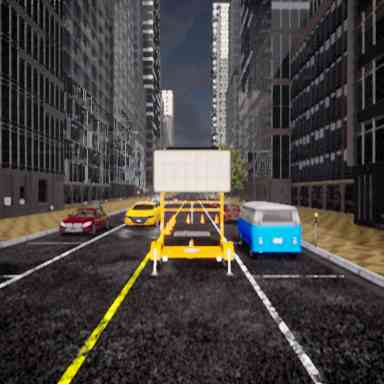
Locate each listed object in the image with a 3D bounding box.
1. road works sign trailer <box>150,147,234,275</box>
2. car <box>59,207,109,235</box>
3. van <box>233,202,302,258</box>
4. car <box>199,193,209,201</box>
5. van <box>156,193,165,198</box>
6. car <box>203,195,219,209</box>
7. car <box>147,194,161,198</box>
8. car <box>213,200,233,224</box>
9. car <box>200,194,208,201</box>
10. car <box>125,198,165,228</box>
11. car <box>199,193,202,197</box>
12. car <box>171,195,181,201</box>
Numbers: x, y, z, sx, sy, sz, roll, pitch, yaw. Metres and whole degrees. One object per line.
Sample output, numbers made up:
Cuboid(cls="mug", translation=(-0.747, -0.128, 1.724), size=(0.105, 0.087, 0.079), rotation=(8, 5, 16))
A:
Cuboid(cls="road works sign trailer", translation=(0.003, 0.424, 10.302), size=(2.380, 3.560, 2.880), rotation=(0, 0, 0))
Cuboid(cls="car", translation=(-5.685, 1.511, 17.984), size=(1.802, 1.307, 4.206), rotation=(0, 0, 0))
Cuboid(cls="van", translation=(2.694, 1.292, 12.286), size=(1.690, 1.788, 3.998), rotation=(0, 0, 0))
Cuboid(cls="car", translation=(2.716, 1.108, 74.902), size=(1.967, 1.590, 4.097), rotation=(0, 0, 0))
Cuboid(cls="van", translation=(-5.670, 1.102, 57.831), size=(1.690, 1.788, 3.998), rotation=(0, 0, 0))
Cuboid(cls="car", translation=(2.704, 1.421, 40.748), size=(1.802, 1.307, 4.206), rotation=(0, 0, 0))
Cuboid(cls="car", translation=(-5.675, 1.366, 46.447), size=(2.008, 1.369, 4.403), rotation=(0, 0, 0))
Cuboid(cls="car", translation=(2.698, 1.489, 23.671), size=(1.802, 1.307, 4.206), rotation=(0, 0, 0))
Cuboid(cls="car", translation=(2.708, 1.340, 52.133), size=(2.008, 1.369, 4.403), rotation=(0, 0, 0))
Cuboid(cls="car", translation=(-3.094, 1.391, 21.882), size=(1.882, 1.535, 5.008), rotation=(0, 0, 0))
Cuboid(cls="car", translation=(2.710, 1.312, 57.825), size=(2.008, 1.369, 4.403), rotation=(0, 0, 0))
Cuboid(cls="car", translation=(-3.029, 1.259, 63.045), size=(1.812, 1.442, 4.674), rotation=(0, 0, 1))
